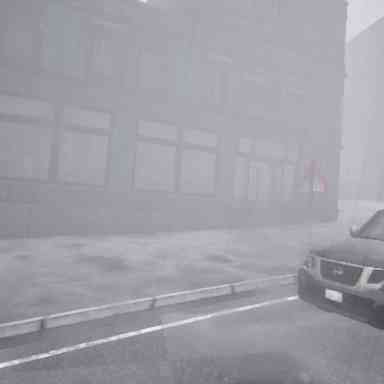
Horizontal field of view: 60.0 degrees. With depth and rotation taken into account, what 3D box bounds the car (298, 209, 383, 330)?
[{"bbox_3d":[4.652,1.265,6.430,5.566,2.045,2.150,0,-1,-27],"label":"car"}]
